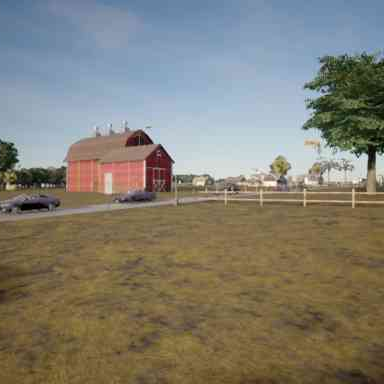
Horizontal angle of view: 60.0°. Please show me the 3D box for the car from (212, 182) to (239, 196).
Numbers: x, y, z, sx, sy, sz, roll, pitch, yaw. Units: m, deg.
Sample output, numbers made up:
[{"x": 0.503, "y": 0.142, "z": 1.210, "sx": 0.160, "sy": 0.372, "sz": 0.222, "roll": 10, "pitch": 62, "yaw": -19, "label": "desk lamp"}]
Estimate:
[{"x": 5.312, "y": -0.528, "z": 51.927, "sx": 2.150, "sy": 2.045, "sz": 5.566, "roll": 0, "pitch": 2, "yaw": 36, "label": "car"}]

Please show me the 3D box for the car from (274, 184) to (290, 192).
[{"x": 17.468, "y": -0.759, "z": 64.062, "sx": 2.033, "sy": 1.411, "sz": 5.357, "roll": 0, "pitch": 2, "yaw": 35, "label": "car"}]

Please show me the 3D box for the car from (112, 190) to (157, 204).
[{"x": -6.074, "y": 0.493, "z": 36.027, "sx": 2.033, "sy": 1.411, "sz": 5.357, "roll": 0, "pitch": 2, "yaw": 35, "label": "car"}]

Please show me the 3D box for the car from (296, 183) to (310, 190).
[{"x": 24.958, "y": -1.193, "z": 74.772, "sx": 1.837, "sy": 1.490, "sz": 4.892, "roll": 0, "pitch": 2, "yaw": 35, "label": "car"}]

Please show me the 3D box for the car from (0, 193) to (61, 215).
[{"x": -12.909, "y": 0.873, "z": 26.409, "sx": 2.128, "sy": 1.511, "sz": 4.902, "roll": 0, "pitch": 2, "yaw": 35, "label": "car"}]
